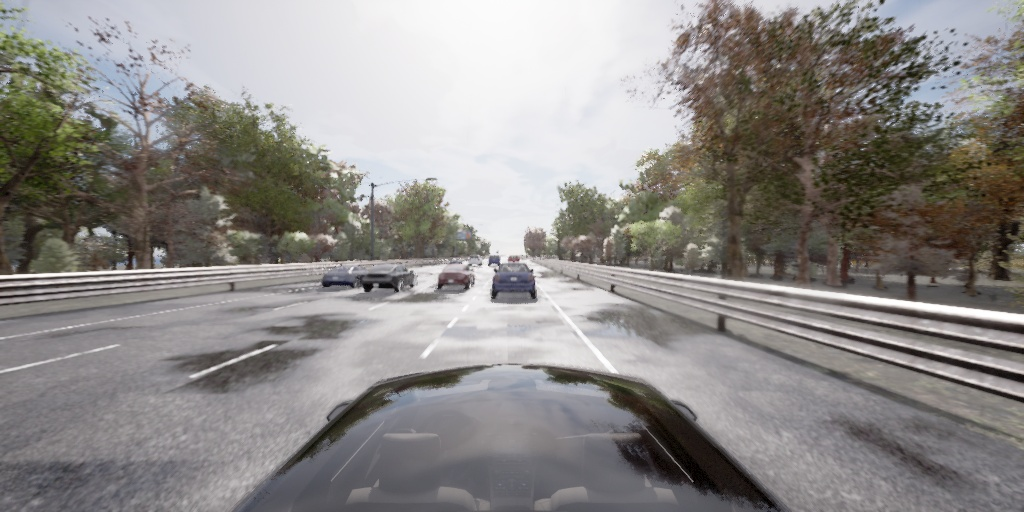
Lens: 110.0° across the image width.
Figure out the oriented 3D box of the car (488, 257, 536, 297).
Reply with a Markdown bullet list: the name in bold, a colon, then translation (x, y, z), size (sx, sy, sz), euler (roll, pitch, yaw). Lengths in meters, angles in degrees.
- **car**: translation (0.087, 1.063, 18.520), size (2.097, 1.767, 4.553), euler (0, 0, 0)

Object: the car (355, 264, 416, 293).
- **car**: translation (-6.909, 1.213, 20.626), size (1.837, 1.490, 4.892), euler (0, 1, 0)

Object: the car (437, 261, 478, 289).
- **car**: translation (-3.407, 1.229, 22.339), size (1.812, 1.442, 4.674), euler (0, 0, 0)

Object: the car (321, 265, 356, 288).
- **car**: translation (-10.405, 1.265, 23.136), size (1.994, 1.385, 4.181), euler (0, 0, 0)
